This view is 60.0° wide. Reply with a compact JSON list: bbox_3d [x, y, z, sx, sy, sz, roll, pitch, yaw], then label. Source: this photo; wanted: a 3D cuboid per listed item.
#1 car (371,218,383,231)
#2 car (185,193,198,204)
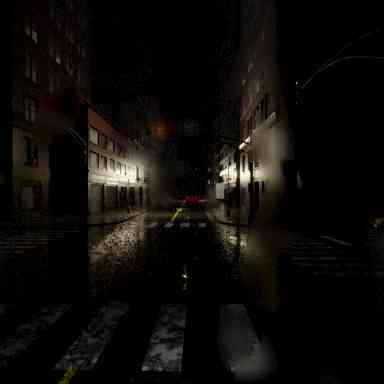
[{"bbox_3d":[12.383,1.514,18.053,4.829,1.417,1.752,0,0,0],"label":"car"},{"bbox_3d":[-0.034,1.182,60.464,2.150,2.045,5.566,0,0,0],"label":"car"}]
